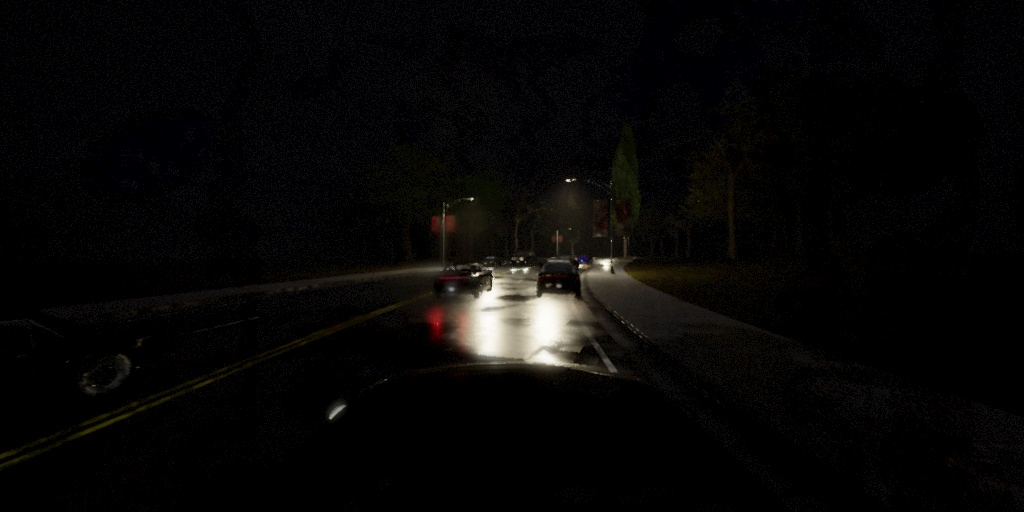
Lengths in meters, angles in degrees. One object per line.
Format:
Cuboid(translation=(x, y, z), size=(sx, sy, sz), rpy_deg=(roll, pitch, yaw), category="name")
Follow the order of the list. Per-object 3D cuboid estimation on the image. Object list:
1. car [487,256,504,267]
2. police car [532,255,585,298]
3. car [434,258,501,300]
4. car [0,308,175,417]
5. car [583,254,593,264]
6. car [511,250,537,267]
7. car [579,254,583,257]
Cuboid(translation=(-2.501, 0.693, 44.140), size=(1.994, 1.385, 4.181), rpy_deg=(0, 1, 19), category="car")
Cuboid(translation=(2.232, 0.961, 17.111), size=(1.930, 1.638, 5.238), rpy_deg=(0, 1, 8), category="police car")
Cuboid(translation=(-2.061, 1.043, 16.323), size=(2.128, 1.511, 4.902), rpy_deg=(0, 1, 7), category="car")
Cuboid(translation=(-6.492, 1.311, 3.591), size=(1.895, 1.301, 4.718), rpy_deg=(0, 1, 2), category="car")
Cuboid(translation=(10.430, 0.439, 51.481), size=(1.812, 1.442, 4.674), rpy_deg=(0, 1, 21), category="car")
Cuboid(translation=(1.635, 0.291, 46.234), size=(2.150, 2.045, 5.566), rpy_deg=(0, 0, 20), category="car")
Cuboid(translation=(5.833, 0.648, 38.233), size=(2.128, 1.511, 4.902), rpy_deg=(0, 1, 19), category="car")
